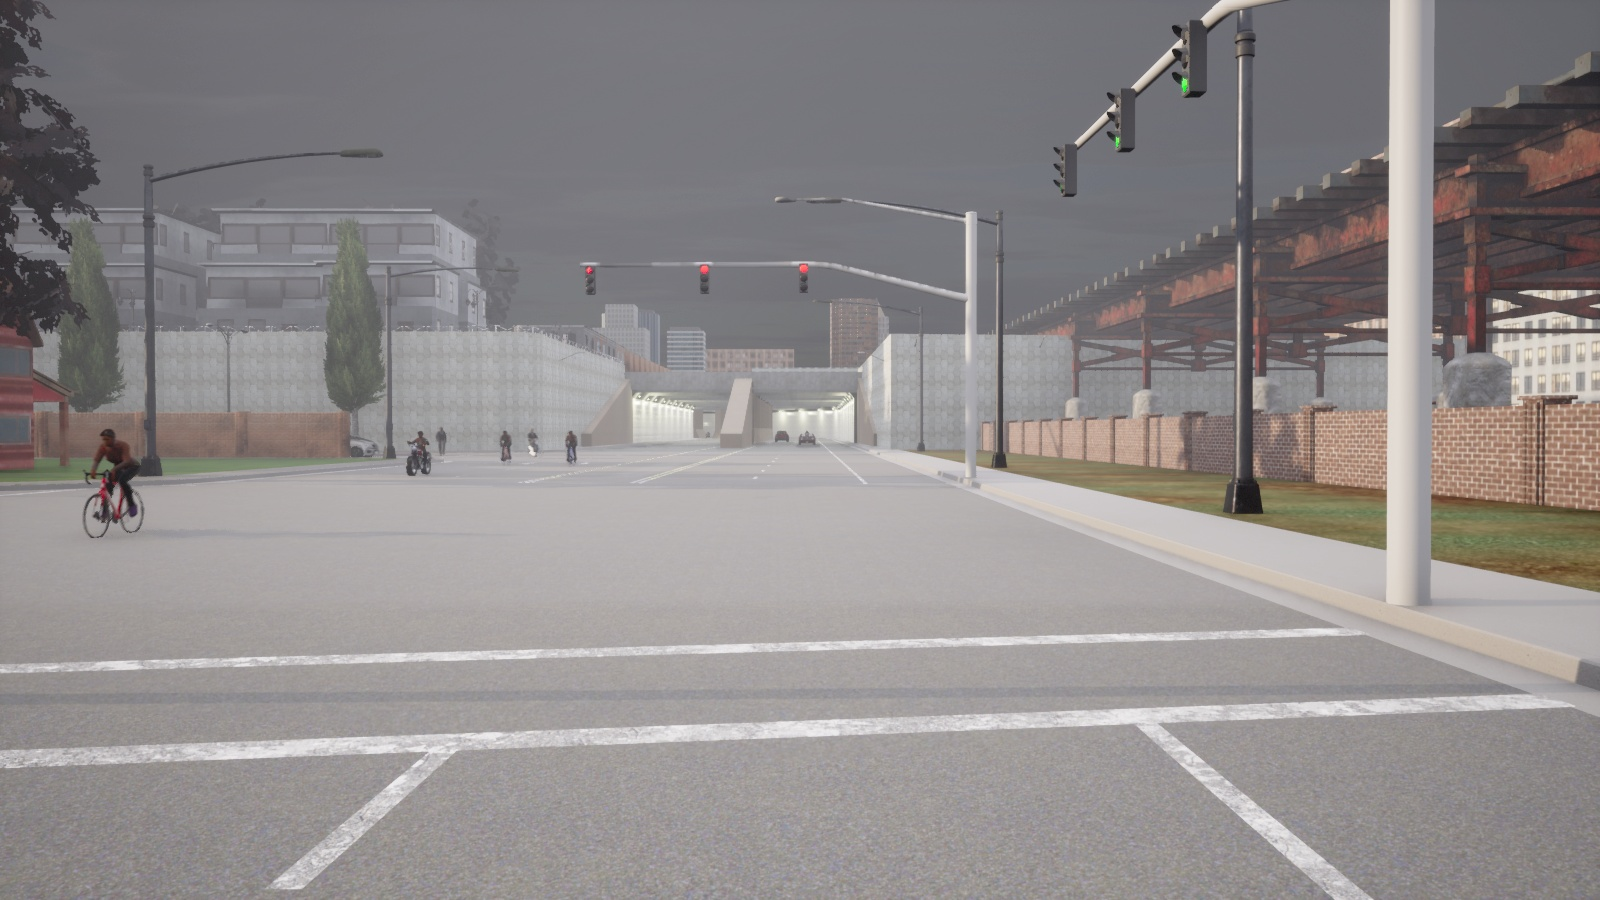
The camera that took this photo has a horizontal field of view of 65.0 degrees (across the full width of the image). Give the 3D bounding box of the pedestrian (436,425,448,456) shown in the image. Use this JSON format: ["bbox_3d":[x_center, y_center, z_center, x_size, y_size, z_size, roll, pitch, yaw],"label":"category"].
[{"bbox_3d":[-21.711,-0.584,76.113,0.563,1.883,0.849,0,1,-27],"label":"pedestrian"}]

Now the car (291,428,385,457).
[{"bbox_3d":[-26.933,-0.457,73.309,4.611,1.667,2.242,0,1,0],"label":"car"}]

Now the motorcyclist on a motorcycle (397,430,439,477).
[{"bbox_3d":[-13.734,0.094,45.241,0.766,1.649,2.350,0,1,0],"label":"motorcyclist on a motorcycle"}]

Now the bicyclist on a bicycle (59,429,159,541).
[{"bbox_3d":[-10.380,0.489,18.926,0.582,1.620,1.656,0,1,0],"label":"bicyclist on a bicycle"}]
